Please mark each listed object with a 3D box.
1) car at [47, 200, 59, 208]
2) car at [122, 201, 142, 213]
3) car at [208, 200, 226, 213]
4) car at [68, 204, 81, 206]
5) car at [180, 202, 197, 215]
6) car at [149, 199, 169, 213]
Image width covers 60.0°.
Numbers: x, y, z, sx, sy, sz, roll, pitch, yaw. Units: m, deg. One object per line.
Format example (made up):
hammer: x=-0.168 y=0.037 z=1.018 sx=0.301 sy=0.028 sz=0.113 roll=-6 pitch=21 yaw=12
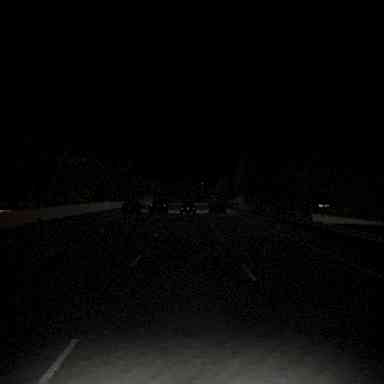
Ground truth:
car: x=-21.789 y=2.031 z=52.751 sx=1.882 sy=1.535 sz=5.008 roll=0 pitch=-1 yaw=0
car: x=-7.486 y=1.817 z=41.704 sx=1.882 sy=1.535 sz=5.008 roll=0 pitch=-1 yaw=-1
car: x=3.023 y=1.775 z=40.987 sx=1.882 sy=1.535 sz=5.008 roll=0 pitch=0 yaw=-1
car: x=-18.296 y=2.111 z=53.062 sx=1.994 sy=1.385 sz=4.181 roll=0 pitch=-1 yaw=0
car: x=-0.439 y=1.826 z=37.907 sx=2.033 sy=1.411 sz=5.357 roll=0 pitch=-1 yaw=-1
car: x=-3.976 y=1.671 z=40.922 sx=2.097 sy=1.767 sz=4.553 roll=0 pitch=-1 yaw=-1
